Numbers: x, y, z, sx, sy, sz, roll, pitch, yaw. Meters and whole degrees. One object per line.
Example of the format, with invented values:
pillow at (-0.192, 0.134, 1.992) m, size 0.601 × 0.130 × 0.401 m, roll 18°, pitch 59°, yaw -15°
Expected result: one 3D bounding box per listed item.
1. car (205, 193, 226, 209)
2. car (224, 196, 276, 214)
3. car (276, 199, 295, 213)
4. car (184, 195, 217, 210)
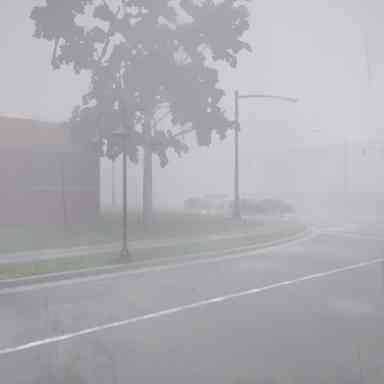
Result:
car at (3.615, 1.221, 45.003) m, size 2.150 × 2.045 × 5.566 m, roll 0°, pitch 0°, yaw -34°
car at (6.016, 1.478, 35.097) m, size 1.882 × 1.535 × 5.008 m, roll 0°, pitch 0°, yaw -34°
car at (9.086, 1.505, 36.801) m, size 1.837 × 1.490 × 4.892 m, roll 0°, pitch 0°, yaw -34°
car at (0.747, 1.505, 42.987) m, size 1.837 × 1.490 × 4.892 m, roll 0°, pitch 0°, yaw -33°
